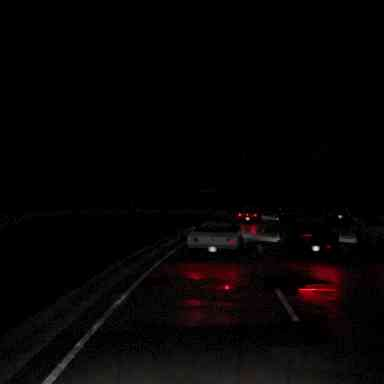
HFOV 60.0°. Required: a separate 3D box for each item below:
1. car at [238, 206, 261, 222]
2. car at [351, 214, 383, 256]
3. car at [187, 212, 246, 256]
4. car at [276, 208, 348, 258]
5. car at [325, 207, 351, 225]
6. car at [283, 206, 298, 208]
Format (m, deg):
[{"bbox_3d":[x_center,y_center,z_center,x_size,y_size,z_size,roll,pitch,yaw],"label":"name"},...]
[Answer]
[{"bbox_3d":[5.054,1.930,29.352,1.895,1.301,4.718,0,-1,13],"label":"car"},{"bbox_3d":[8.191,1.678,13.525,1.812,1.442,4.674,0,0,11],"label":"car"},{"bbox_3d":[1.128,1.758,13.910,1.895,1.301,4.718,0,-1,11],"label":"car"},{"bbox_3d":[4.645,1.661,13.634,1.837,1.490,4.892,0,0,11],"label":"car"},{"bbox_3d":[11.726,1.870,27.232,1.994,1.385,4.181,0,-1,14],"label":"car"},{"bbox_3d":[8.430,1.883,28.402,1.994,1.385,4.181,0,-1,14],"label":"car"}]
